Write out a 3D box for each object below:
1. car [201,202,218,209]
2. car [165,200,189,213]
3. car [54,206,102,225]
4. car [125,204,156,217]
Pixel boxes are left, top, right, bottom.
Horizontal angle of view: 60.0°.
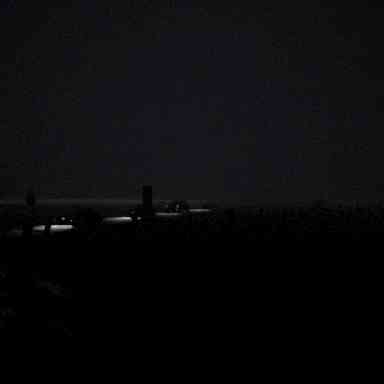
[{"bbox_3d":[3.146,2.431,59.632,1.895,1.301,4.718,-1,-1,23],"label":"car"},{"bbox_3d":[-2.023,1.959,46.617,2.097,1.767,4.553,-1,-1,21],"label":"car"},{"bbox_3d":[-9.047,1.858,26.788,1.994,1.385,4.181,-1,-1,17],"label":"car"},{"bbox_3d":[-5.627,2.012,36.762,1.994,1.385,4.181,-1,-1,20],"label":"car"}]
